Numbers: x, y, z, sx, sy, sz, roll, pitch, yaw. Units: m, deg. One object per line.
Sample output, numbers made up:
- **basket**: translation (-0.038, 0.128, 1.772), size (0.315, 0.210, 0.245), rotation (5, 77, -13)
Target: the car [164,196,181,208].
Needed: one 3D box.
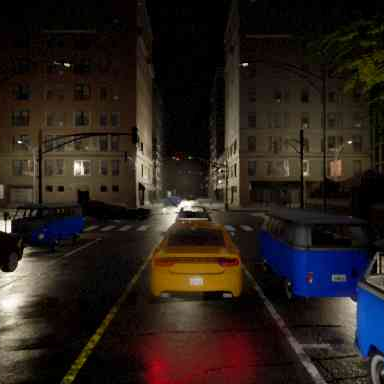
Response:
- **car**: translation (-3.050, 1.463, 48.917), size (1.882, 1.535, 5.008), rotation (0, 0, 0)

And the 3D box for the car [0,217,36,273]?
- **car**: translation (-5.822, 1.544, 7.980), size (1.887, 1.381, 4.507), rotation (0, 0, 0)

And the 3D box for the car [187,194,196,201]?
- **car**: translation (-0.226, 1.340, 79.427), size (2.097, 1.767, 4.553), rotation (0, 0, -1)

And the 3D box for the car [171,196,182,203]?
- **car**: translation (-3.141, 1.522, 69.690), size (2.033, 1.411, 5.357), rotation (0, 0, -1)

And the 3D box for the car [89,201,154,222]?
- **car**: translation (-5.343, 1.577, 25.709), size (4.718, 1.301, 1.895), rotation (0, 0, -1)

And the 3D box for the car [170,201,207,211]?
- **car**: translation (0.075, 1.486, 17.959), size (2.128, 1.511, 4.902), rotation (0, 0, 0)

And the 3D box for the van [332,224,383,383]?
- **van**: translation (2.680, 1.341, 2.295), size (1.690, 1.788, 3.998), rotation (0, 0, 0)

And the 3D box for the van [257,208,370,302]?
- **van**: translation (2.705, 1.340, 7.952), size (1.690, 1.788, 3.998), rotation (0, 0, 0)

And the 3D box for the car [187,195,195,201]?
- **car**: translation (-0.313, 1.584, 89.208), size (1.895, 1.301, 4.718), rotation (0, 0, -1)

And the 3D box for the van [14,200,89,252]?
- **van**: translation (-5.796, 1.338, 13.640), size (1.690, 1.788, 3.998), rotation (0, 0, 0)

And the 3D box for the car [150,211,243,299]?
- **car**: translation (0.114, 1.477, 8.540), size (1.882, 1.535, 5.008), rotation (0, 0, 1)
